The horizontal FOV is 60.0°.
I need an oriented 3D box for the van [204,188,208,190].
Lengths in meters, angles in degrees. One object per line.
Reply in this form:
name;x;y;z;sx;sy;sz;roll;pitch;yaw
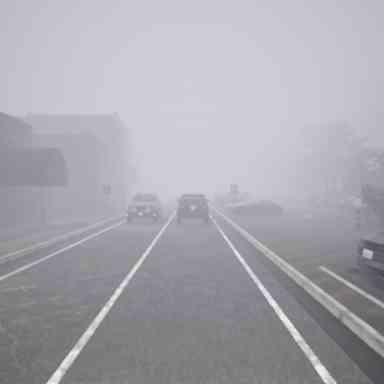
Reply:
van;6.195;0.522;91.679;4.442;1.987;1.878;0;1;0

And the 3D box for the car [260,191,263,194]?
car;19.140;0.939;77.770;4.674;1.452;2.002;0;1;0

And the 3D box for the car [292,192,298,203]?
car;19.106;1.146;52.706;5.008;1.535;2.097;0;1;0

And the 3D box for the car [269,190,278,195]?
car;19.093;0.762;66.627;5.566;2.045;2.435;0;1;0

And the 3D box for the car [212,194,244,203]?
car;6.214;1.092;58.282;5.366;1.575;1.946;0;1;0

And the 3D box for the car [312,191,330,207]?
car;19.057;1.097;44.351;4.553;1.767;2.185;0;1;0

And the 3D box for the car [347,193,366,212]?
car;19.100;1.073;33.210;5.566;2.045;2.435;0;1;0

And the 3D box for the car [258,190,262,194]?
car;19.110;0.744;80.554;4.553;1.767;2.185;0;1;0

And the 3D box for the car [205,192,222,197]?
car;6.089;0.717;94.465;4.892;1.521;2.231;0;1;0

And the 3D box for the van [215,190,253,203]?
van;5.896;0.971;47.273;4.442;1.987;1.878;0;1;0

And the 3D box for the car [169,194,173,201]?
car;-3.384;1.053;65.459;2.033;1.411;5.357;0;1;0

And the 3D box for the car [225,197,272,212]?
car;6.025;1.330;36.018;4.792;1.488;2.163;0;1;0

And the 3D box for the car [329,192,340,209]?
car;19.111;1.147;38.906;4.553;1.767;2.185;0;1;0

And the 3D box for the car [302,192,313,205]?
car;19.121;0.945;47.259;5.566;2.045;2.435;0;1;0

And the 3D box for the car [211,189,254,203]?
car;5.988;0.922;49.931;5.566;2.045;2.435;0;1;0

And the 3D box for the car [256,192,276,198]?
car;19.178;0.838;86.127;4.792;1.488;2.163;0;1;0

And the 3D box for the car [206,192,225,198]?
car;6.065;0.810;86.116;5.008;1.535;2.097;0;1;0

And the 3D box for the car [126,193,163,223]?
car;-3.392;1.081;24.711;2.150;2.045;5.566;0;0;0

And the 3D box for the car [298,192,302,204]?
car;19.282;1.167;50.046;5.366;1.575;1.946;0;1;0

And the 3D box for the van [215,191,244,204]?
van;5.904;0.922;52.714;4.442;1.987;1.878;0;1;0

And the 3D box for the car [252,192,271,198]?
car;19.163;0.746;91.694;5.008;1.535;2.097;0;1;0

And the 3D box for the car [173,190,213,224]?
car;0.060;1.092;23.606;2.150;2.045;5.566;0;1;0

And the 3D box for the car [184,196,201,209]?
car;0.025;1.287;41.078;1.994;1.385;4.181;0;1;0

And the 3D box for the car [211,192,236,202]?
car;6.006;0.917;63.849;4.553;1.767;2.185;0;1;0

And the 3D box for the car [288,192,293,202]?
car;19.075;1.150;55.492;4.792;1.488;2.163;0;1;0

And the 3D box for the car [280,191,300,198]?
car;19.144;0.942;61.059;4.553;1.767;2.185;0;1;0

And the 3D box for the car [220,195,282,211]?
car;5.806;1.323;33.235;5.366;1.575;1.946;0;1;0

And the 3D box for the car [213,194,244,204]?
car;6.018;1.123;55.500;4.892;1.521;2.231;0;1;0

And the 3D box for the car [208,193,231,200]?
car;6.020;0.988;72.199;4.792;1.488;2.163;0;1;0

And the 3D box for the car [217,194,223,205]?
car;5.975;1.279;41.584;4.792;1.488;2.163;0;1;0

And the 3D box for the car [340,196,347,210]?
car;19.107;1.172;36.121;4.553;1.767;2.185;0;1;0

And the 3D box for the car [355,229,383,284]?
car;6.173;1.397;7.258;4.792;1.488;2.163;0;0;0

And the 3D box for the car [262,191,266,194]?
car;19.128;0.928;74.986;5.008;1.535;2.097;0;1;0

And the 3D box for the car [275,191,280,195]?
car;19.123;1.042;63.846;4.892;1.521;2.231;0;1;0

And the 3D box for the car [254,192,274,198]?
car;19.160;0.778;88.909;4.892;1.521;2.231;0;1;0

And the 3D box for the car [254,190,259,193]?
car;19.117;0.588;83.336;5.566;2.045;2.435;0;1;0

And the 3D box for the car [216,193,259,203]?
car;6.002;1.225;44.367;4.892;1.521;2.231;0;1;0

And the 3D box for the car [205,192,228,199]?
car;5.876;0.868;80.549;5.366;1.575;1.946;0;1;0

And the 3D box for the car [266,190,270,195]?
car;19.097;0.832;72.200;4.553;1.767;2.185;0;1;0

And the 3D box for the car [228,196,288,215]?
car;6.003;1.390;30.594;4.674;1.452;2.002;1;1;0

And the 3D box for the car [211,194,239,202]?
car;6.039;1.070;61.066;4.892;1.521;2.231;0;1;0

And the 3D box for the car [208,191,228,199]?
car;6.026;0.775;77.764;4.553;1.767;2.185;0;1;0
